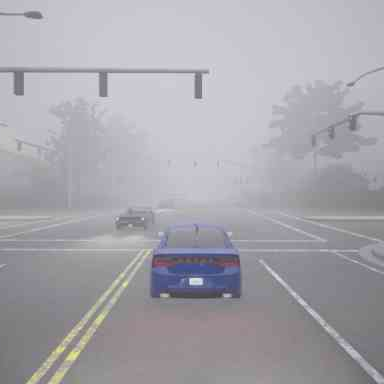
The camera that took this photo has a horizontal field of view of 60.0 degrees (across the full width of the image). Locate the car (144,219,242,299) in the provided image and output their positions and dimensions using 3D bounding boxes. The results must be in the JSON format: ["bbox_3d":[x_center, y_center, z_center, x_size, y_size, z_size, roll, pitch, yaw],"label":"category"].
[{"bbox_3d":[0.086,1.479,8.535,1.882,1.535,5.008,0,0,0],"label":"car"}]

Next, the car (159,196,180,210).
[{"bbox_3d":[-3.183,1.569,43.558,1.994,1.385,4.181,0,0,5],"label":"car"}]

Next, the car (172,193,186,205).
[{"bbox_3d":[-2.680,1.223,60.608,2.150,2.045,5.566,0,1,1],"label":"car"}]

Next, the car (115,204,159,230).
[{"bbox_3d":[-3.488,1.603,21.164,1.895,1.301,4.718,0,0,1],"label":"car"}]

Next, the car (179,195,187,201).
[{"bbox_3d":[-2.368,1.522,88.911,1.812,1.442,4.674,0,0,0],"label":"car"}]
